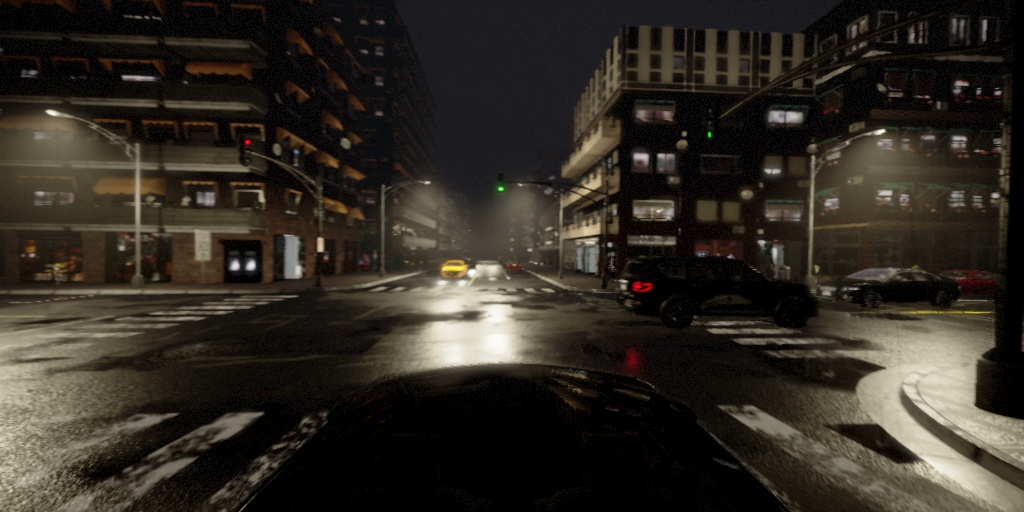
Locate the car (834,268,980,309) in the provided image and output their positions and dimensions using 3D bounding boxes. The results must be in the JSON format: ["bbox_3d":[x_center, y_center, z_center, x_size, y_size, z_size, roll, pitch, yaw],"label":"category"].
[{"bbox_3d":[15.027,1.248,14.451,4.902,1.511,2.128,0,1,-3],"label":"car"}]

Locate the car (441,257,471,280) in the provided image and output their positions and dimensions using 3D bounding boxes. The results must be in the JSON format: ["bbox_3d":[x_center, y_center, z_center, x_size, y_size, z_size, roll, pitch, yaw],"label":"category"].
[{"bbox_3d":[-4.838,1.133,30.558,1.882,1.535,5.008,1,0,-3],"label":"car"}]

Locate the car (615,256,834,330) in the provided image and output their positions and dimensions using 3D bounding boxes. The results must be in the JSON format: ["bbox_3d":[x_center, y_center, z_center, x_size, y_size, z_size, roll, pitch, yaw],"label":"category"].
[{"bbox_3d":[6.015,1.030,10.887,5.566,2.045,2.150,0,1,-3],"label":"car"}]

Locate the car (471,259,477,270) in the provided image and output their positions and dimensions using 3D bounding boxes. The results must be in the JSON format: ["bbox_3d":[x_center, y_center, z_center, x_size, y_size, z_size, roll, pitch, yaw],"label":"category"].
[{"bbox_3d":[-5.849,1.119,48.967,2.128,1.511,4.902,1,0,-3],"label":"car"}]

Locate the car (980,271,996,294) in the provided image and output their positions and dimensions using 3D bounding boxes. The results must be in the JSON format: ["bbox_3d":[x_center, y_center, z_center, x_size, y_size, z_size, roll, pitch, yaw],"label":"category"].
[{"bbox_3d":[21.980,1.328,17.516,4.207,1.307,1.802,0,0,-3],"label":"car"}]

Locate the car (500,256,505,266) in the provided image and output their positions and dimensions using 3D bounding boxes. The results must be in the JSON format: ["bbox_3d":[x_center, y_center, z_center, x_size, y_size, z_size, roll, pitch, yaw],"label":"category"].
[{"bbox_3d":[-0.486,1.135,55.657,1.967,1.591,4.097,0,0,-3],"label":"car"}]

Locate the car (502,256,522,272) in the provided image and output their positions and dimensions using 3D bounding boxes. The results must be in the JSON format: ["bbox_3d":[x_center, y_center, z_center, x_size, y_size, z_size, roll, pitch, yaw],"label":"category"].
[{"bbox_3d":[0.158,1.152,44.333,1.967,1.591,4.097,0,0,-3],"label":"car"}]
